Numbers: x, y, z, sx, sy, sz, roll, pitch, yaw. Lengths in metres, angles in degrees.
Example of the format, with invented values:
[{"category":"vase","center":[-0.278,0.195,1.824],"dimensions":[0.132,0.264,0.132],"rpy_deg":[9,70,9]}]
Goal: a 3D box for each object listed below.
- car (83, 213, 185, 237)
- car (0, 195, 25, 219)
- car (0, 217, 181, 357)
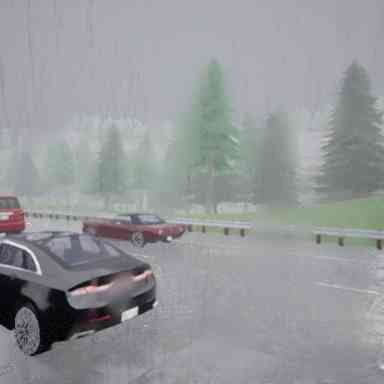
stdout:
[{"category":"car","center":[-2.696,1.549,14.524],"dimensions":[4.718,1.301,1.895],"rpy_deg":[0,0,36]},{"category":"car","center":[-9.946,1.139,15.417],"dimensions":[5.566,2.045,2.150],"rpy_deg":[0,0,36]},{"category":"car","center":[-2.832,1.464,6.018],"dimensions":[4.902,1.511,2.128],"rpy_deg":[0,0,36]}]
